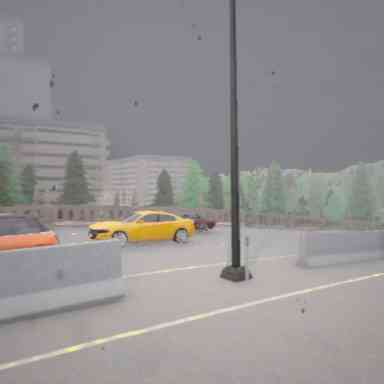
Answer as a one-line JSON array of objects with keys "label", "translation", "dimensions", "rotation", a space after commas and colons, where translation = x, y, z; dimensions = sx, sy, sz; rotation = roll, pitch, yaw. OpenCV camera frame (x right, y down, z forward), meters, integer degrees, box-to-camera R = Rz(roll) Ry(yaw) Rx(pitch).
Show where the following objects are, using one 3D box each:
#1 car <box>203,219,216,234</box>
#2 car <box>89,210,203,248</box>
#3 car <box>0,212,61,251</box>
[{"label": "car", "translation": [-0.882, 1.890, 20.559], "dimensions": [4.718, 1.301, 1.895], "rotation": [3, -2, -35]}, {"label": "car", "translation": [-2.179, 1.608, 15.334], "dimensions": [5.008, 1.535, 1.882], "rotation": [2, -1, -35]}, {"label": "car", "translation": [-5.777, 1.358, 8.469], "dimensions": [4.553, 1.767, 2.097], "rotation": [0, 0, -35]}]
